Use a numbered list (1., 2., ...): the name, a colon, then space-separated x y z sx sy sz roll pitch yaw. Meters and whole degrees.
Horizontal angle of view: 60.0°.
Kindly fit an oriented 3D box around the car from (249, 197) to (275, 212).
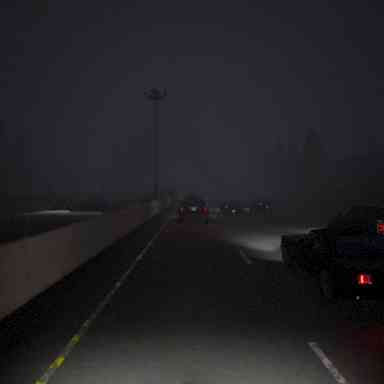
1. car: 7.126 1.266 33.846 1.812 1.442 4.674 0 0 0

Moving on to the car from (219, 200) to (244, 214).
1. car: 3.624 1.361 31.257 1.895 1.301 4.718 0 0 0

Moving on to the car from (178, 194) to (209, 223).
1. car: 0.120 1.166 24.085 2.097 1.767 4.553 0 0 0

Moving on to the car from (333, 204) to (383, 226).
1. car: 7.111 1.251 13.104 2.097 1.767 4.553 0 0 0

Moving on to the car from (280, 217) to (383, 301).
1. car: 3.605 1.538 8.079 1.895 1.301 4.718 0 0 0

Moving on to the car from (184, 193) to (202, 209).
1. car: 0.131 1.037 41.029 2.097 1.767 4.553 0 0 0
